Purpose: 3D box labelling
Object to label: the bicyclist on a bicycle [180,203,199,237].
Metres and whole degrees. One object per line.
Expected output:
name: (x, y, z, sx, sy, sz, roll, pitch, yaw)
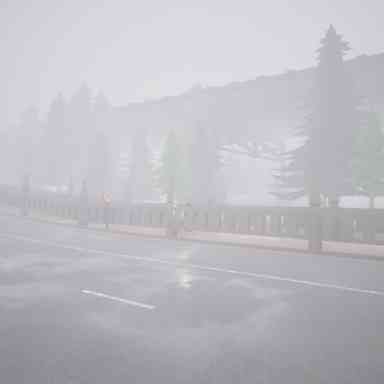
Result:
bicyclist on a bicycle: (-0.092, 1.346, 16.116, 0.582, 1.620, 1.656, 0, -3, 33)
